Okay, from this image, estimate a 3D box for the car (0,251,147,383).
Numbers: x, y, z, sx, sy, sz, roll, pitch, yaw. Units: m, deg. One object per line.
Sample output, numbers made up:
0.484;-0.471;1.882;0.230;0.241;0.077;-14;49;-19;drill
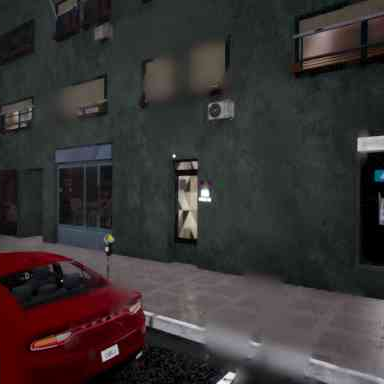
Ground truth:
-2.670;1.544;4.767;4.507;1.381;1.887;0;0;35;car
